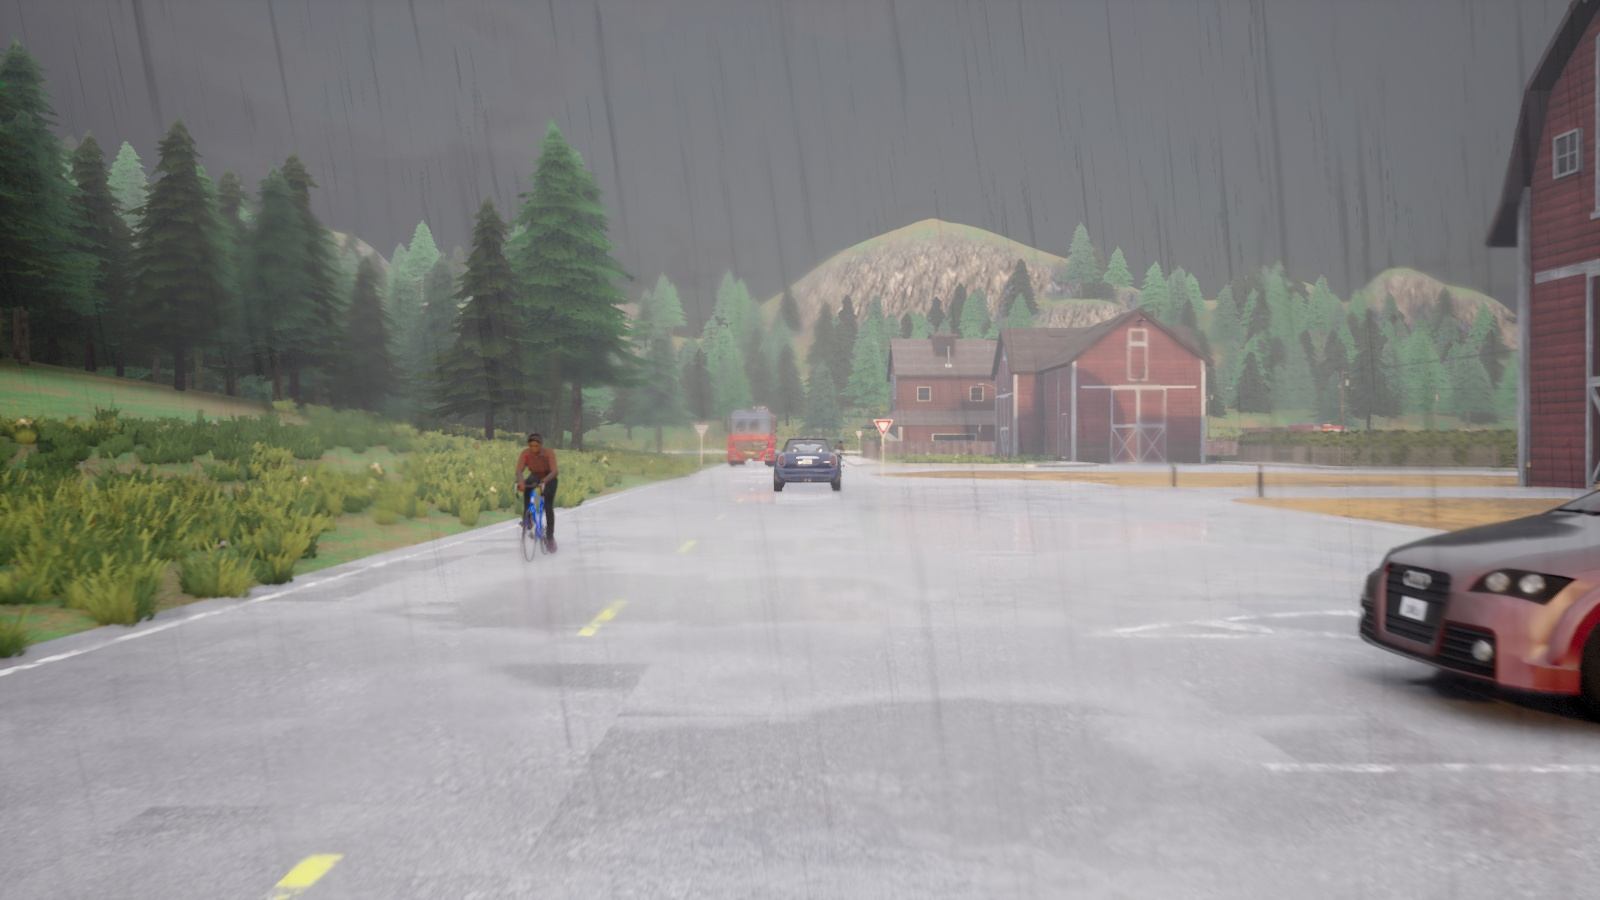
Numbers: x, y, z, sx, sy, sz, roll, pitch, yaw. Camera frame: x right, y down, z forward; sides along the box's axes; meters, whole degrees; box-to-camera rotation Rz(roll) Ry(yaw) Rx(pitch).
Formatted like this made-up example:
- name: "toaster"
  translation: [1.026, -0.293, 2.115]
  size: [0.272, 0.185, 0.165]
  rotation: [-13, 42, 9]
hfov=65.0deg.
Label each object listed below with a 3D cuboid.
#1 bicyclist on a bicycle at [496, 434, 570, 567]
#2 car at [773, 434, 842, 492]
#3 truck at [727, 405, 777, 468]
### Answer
- name: "bicyclist on a bicycle"
  translation: [-3.393, 0.606, 16.082]
  size: [0.582, 1.620, 1.656]
  rotation: [0, 1, 0]
- name: "car"
  translation: [0.243, 0.378, 40.148]
  size: [2.097, 1.767, 4.553]
  rotation: [0, 0, 0]
- name: "truck"
  translation: [-3.020, -0.882, 81.400]
  size: [2.891, 3.827, 8.468]
  rotation: [0, 1, 0]
